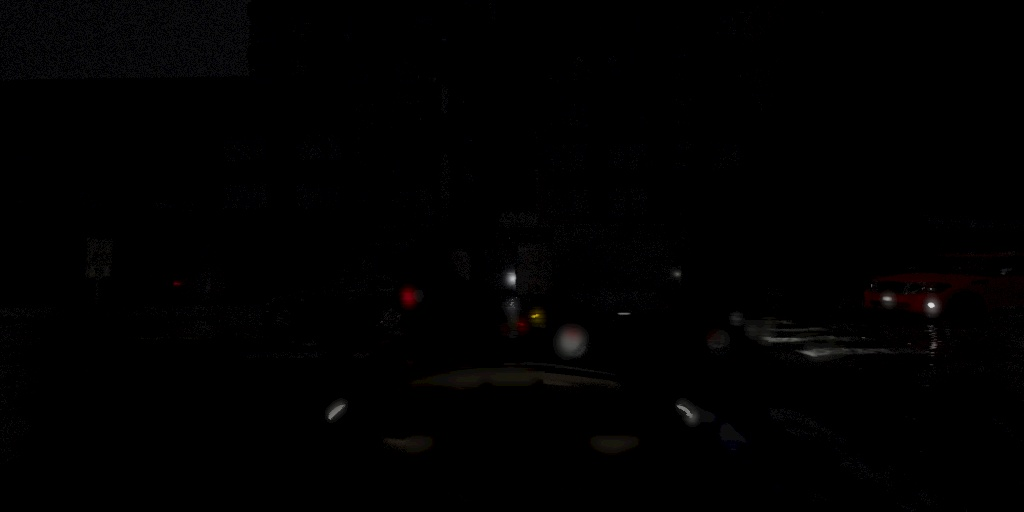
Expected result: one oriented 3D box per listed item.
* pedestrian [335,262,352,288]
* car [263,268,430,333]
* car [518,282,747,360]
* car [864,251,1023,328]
[{"bbox_3d":[-6.508,1.168,13.914,0.375,1.860,0.375,0,-1,2],"label":"pedestrian"},{"bbox_3d":[-4.950,1.276,10.997,4.553,1.767,2.097,-1,-2,2],"label":"car"},{"bbox_3d":[2.475,1.295,7.825,4.674,1.442,1.812,-1,0,2],"label":"car"},{"bbox_3d":[13.836,0.894,10.503,5.566,2.045,2.150,-1,-2,2],"label":"car"}]
